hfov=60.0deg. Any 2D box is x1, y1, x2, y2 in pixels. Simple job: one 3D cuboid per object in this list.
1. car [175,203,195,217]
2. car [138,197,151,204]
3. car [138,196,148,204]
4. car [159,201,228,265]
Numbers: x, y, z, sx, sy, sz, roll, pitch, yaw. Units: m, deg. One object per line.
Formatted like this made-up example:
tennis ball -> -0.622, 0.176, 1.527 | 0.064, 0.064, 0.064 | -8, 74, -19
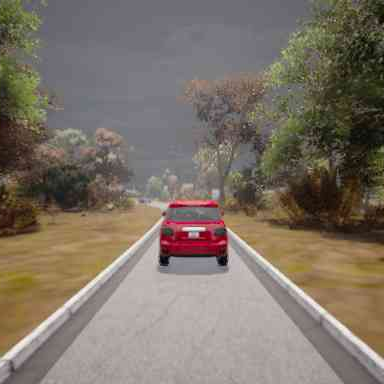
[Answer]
car -> -0.795, 1.894, 35.516 | 1.895, 1.301, 4.718 | 0, 0, -4
car -> -10.610, 1.990, 77.094 | 1.994, 1.385, 4.181 | 0, -1, -15
car -> -12.538, 2.005, 84.757 | 2.097, 1.767, 4.553 | 0, -1, -15
car -> 0.040, 1.325, 12.223 | 2.150, 2.045, 5.566 | 0, 0, 0
